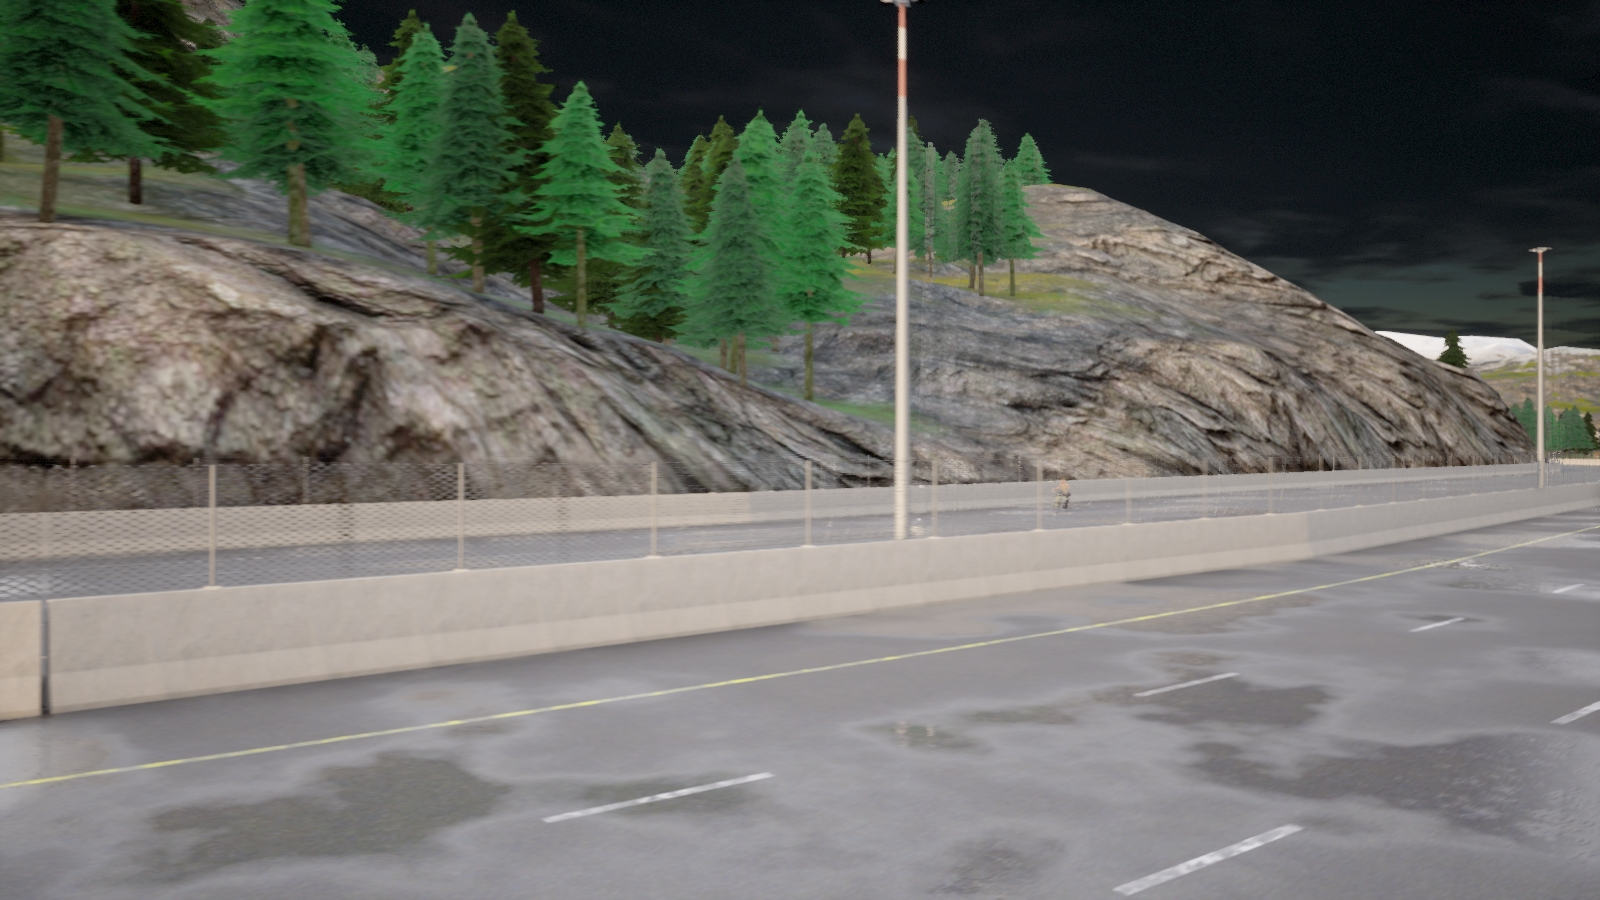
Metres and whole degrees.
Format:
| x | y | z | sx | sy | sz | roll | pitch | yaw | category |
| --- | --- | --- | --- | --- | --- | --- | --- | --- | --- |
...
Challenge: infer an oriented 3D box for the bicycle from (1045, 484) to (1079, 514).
| x | y | z | sx | sy | sz | roll | pitch | yaw | category |
| --- | --- | --- | --- | --- | --- | --- | --- | --- | --- |
| 11.853 | 2.199 | 51.656 | 0.859 | 1.295 | 1.487 | 0 | 0 | 45 | bicycle |
